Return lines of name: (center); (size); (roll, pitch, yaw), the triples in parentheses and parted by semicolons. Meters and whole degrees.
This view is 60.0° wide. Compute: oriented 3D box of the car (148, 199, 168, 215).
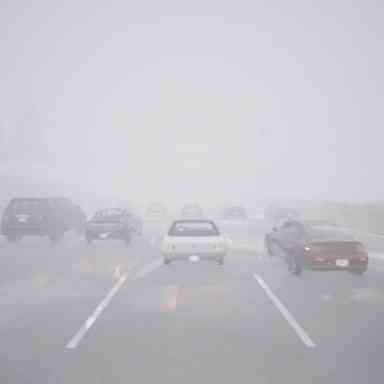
car: (-3.535, 1.461, 34.118); (1.882, 1.535, 5.008); (0, 0, 0)

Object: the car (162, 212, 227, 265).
car: (0.055, 1.593, 11.664); (1.895, 1.301, 4.718); (0, 0, 0)

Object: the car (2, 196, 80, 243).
car: (-6.961, 1.223, 16.306); (2.150, 2.045, 5.566); (0, 0, 0)

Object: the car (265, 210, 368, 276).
car: (3.560, 1.512, 10.194); (1.812, 1.442, 4.674); (0, 0, 0)

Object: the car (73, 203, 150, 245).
car: (-3.462, 1.487, 15.401); (2.128, 1.511, 4.902); (0, 0, 0)

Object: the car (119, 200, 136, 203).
car: (-7.042, 1.553, 35.841); (1.994, 1.385, 4.181); (0, 0, 0)

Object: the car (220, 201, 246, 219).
car: (3.488, 1.500, 28.550); (1.812, 1.442, 4.674); (0, 0, 0)

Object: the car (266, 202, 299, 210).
car: (6.999, 1.496, 25.975); (1.812, 1.442, 4.674); (0, 0, 0)

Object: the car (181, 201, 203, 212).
car: (-0.024, 1.543, 30.707); (1.994, 1.385, 4.181); (0, 0, 0)
